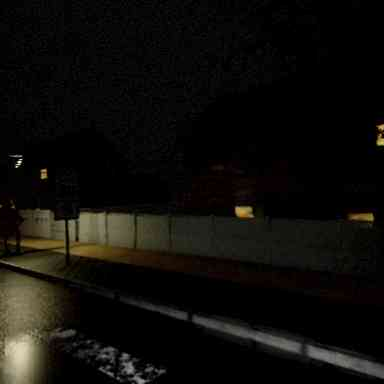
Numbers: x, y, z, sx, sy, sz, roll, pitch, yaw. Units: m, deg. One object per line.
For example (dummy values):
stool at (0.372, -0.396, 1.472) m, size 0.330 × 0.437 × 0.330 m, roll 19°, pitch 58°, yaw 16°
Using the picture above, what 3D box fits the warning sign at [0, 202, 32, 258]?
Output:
warning sign at (-6.742, 1.337, 12.064) m, size 1.060 × 1.860 × 1.300 m, roll -3°, pitch 0°, yaw 39°
